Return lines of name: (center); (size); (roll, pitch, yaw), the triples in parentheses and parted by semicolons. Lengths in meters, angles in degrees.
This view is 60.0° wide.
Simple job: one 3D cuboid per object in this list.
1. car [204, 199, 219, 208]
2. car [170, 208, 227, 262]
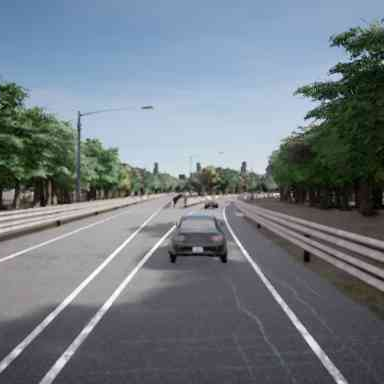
car: (2.839, 1.643, 46.864); (1.895, 1.301, 4.718); (0, 0, 7)
car: (0.243, 1.524, 12.056); (1.812, 1.442, 4.674); (0, 0, 2)
